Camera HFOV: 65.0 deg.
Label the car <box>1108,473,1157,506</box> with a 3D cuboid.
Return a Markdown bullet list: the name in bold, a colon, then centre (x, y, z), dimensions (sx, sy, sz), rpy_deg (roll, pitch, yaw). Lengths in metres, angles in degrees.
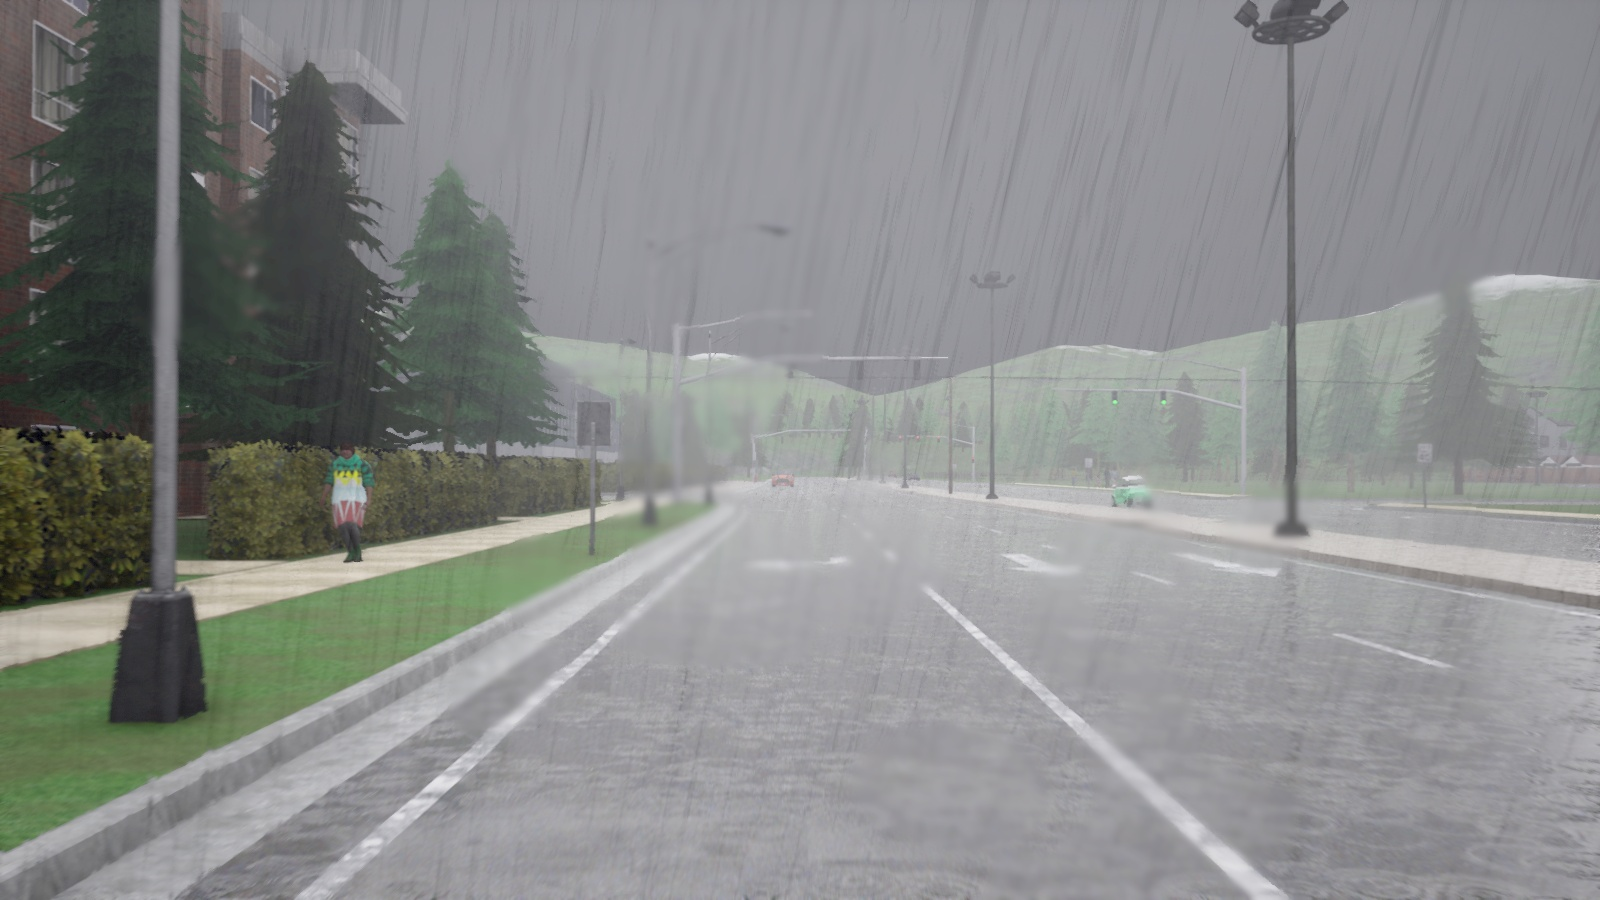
- **car**: centre (14.496, 1.728, 54.771), dimensions (1.481, 1.376, 2.207), rpy_deg (0, 0, -2)

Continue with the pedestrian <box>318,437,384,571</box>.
- **pedestrian**: centre (-6.696, 0.794, 18.756), dimensions (0.659, 1.952, 0.873), rpy_deg (0, -1, 0)
